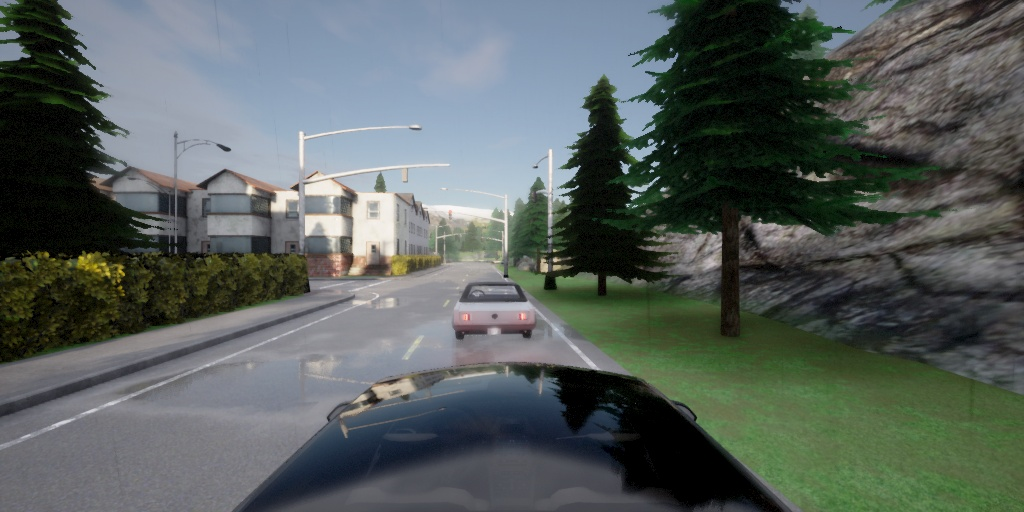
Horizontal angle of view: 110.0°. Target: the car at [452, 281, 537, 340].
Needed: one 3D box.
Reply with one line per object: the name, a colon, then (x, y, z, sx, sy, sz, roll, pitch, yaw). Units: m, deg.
car: (-0.539, 1.351, 10.019, 1.895, 1.301, 4.718, 0, 0, -4)
